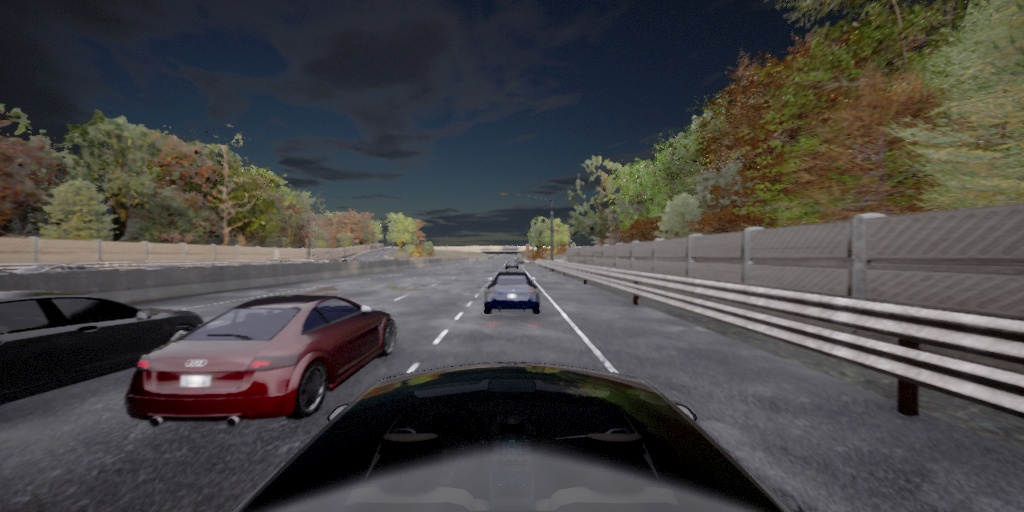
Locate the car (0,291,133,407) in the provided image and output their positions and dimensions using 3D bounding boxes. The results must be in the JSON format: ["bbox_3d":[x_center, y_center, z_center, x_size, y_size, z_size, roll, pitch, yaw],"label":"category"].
[{"bbox_3d":[-6.898,1.248,5.062,1.837,1.490,4.892,0,0,0],"label":"car"}]

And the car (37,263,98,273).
[{"bbox_3d":[-28.084,1.210,21.735,2.128,1.511,4.902,0,0,0],"label":"car"}]

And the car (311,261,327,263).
[{"bbox_3d":[-24.502,1.275,45.037,1.994,1.385,4.181,0,0,0],"label":"car"}]

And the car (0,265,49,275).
[{"bbox_3d":[-24.589,1.288,16.091,1.994,1.385,4.181,0,0,0],"label":"car"}]

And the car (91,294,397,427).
[{"bbox_3d":[-3.395,1.306,5.855,1.994,1.385,4.181,0,0,0],"label":"car"}]

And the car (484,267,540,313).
[{"bbox_3d":[0.001,1.294,13.834,1.994,1.385,4.181,0,0,0],"label":"car"}]

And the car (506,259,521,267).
[{"bbox_3d":[0.005,1.289,56.483,1.994,1.385,4.181,0,0,0],"label":"car"}]

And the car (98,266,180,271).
[{"bbox_3d":[-21.085,1.283,21.317,1.994,1.385,4.181,0,0,0],"label":"car"}]

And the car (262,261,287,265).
[{"bbox_3d":[-31.500,1.329,47.547,1.895,1.301,4.718,0,0,0],"label":"car"}]
